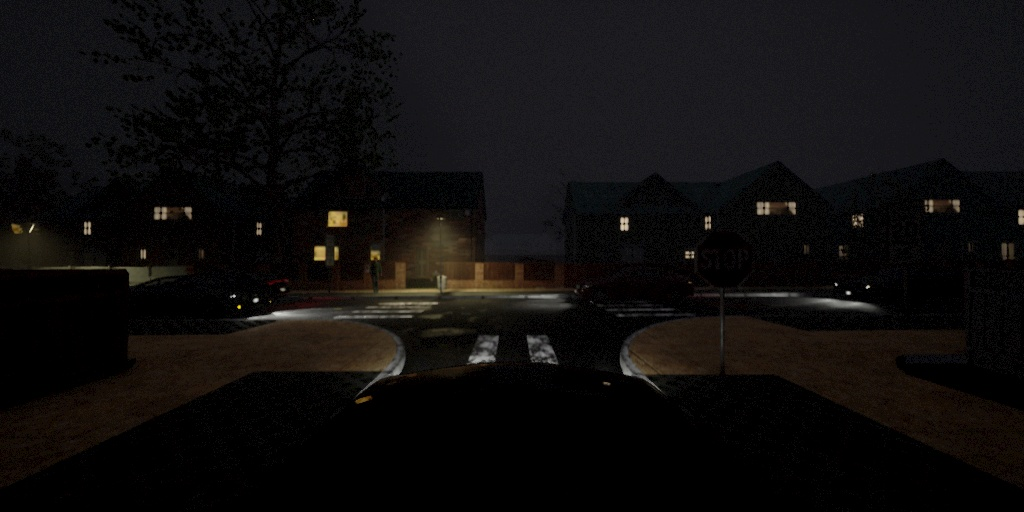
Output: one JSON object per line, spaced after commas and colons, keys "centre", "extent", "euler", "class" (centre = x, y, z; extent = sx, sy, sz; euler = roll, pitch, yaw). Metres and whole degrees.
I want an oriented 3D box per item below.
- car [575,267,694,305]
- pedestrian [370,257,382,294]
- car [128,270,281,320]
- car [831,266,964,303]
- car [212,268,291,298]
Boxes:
{"centre": [4.943, 1.167, 14.694], "extent": [4.674, 1.442, 1.812], "euler": [0, -1, 1], "class": "car"}
{"centre": [-6.750, 0.931, 17.743], "extent": [0.375, 1.860, 0.375], "euler": [0, 0, 1], "class": "pedestrian"}
{"centre": [-10.495, 1.309, 11.910], "extent": [4.181, 1.385, 1.994], "euler": [-1, -1, 0], "class": "car"}
{"centre": [16.344, 1.092, 14.573], "extent": [5.357, 1.411, 2.033], "euler": [0, -1, 1], "class": "car"}
{"centre": [-12.086, 1.283, 15.051], "extent": [5.008, 1.535, 1.882], "euler": [-1, -1, 0], "class": "car"}
